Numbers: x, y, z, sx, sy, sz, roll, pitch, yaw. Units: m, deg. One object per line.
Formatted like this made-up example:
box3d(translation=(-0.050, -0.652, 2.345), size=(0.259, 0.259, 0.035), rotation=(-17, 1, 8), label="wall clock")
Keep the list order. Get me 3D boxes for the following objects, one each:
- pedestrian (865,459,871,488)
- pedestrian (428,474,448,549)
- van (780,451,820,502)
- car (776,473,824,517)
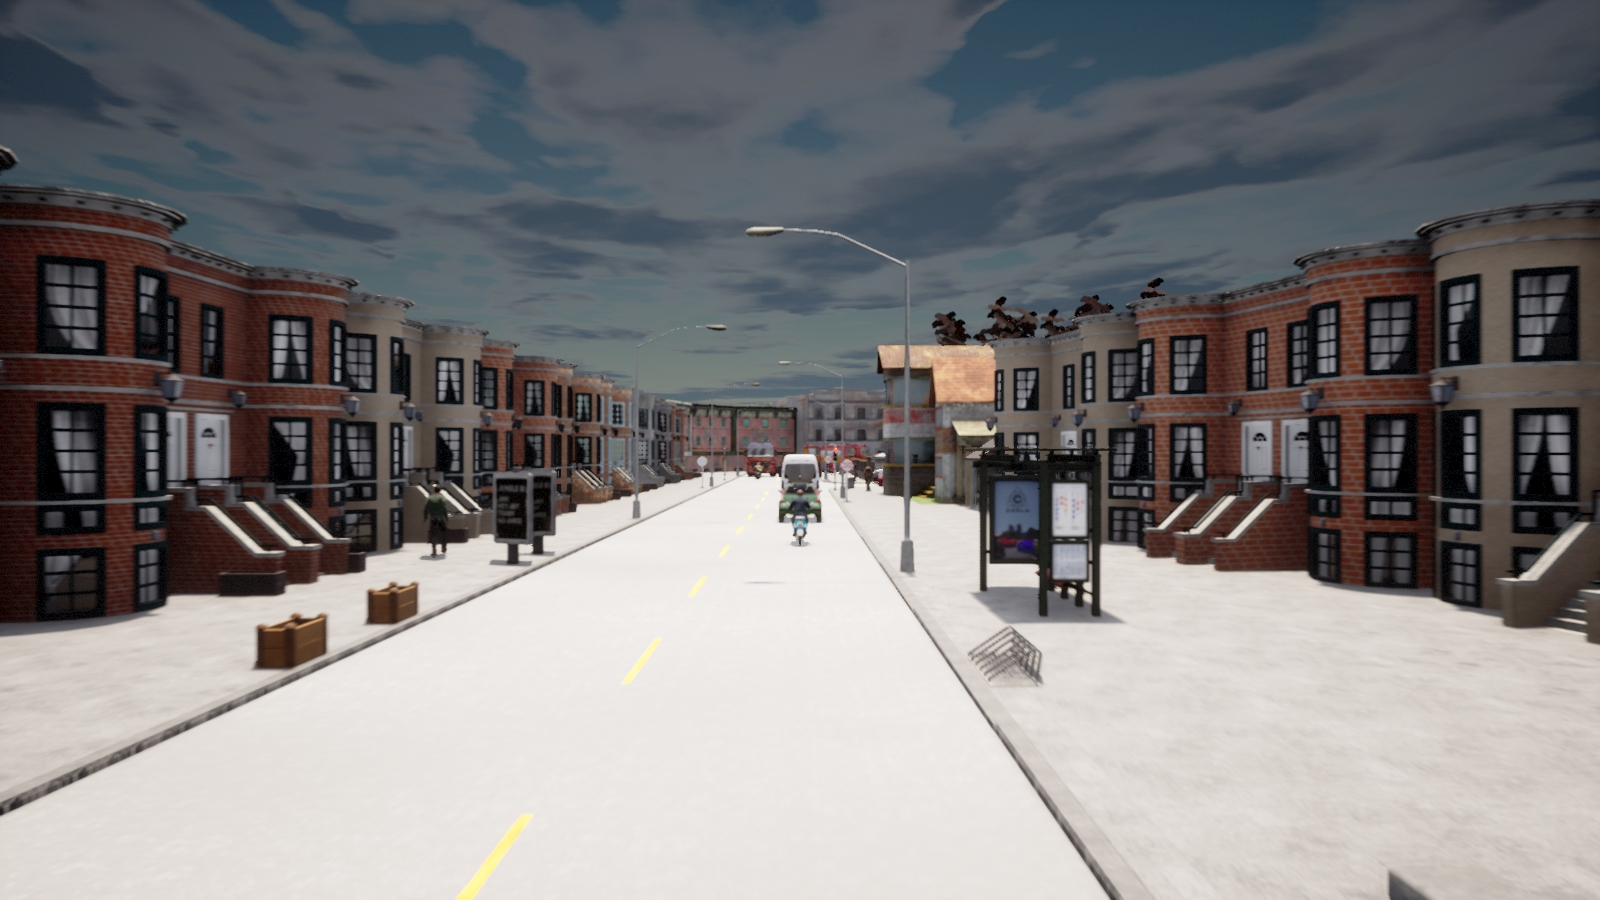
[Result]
box3d(translation=(4.416, 1.521, 74.380), size=(0.375, 1.860, 0.375), rotation=(0, 0, -3), label="pedestrian")
box3d(translation=(-9.041, 1.523, 28.556), size=(0.375, 1.860, 0.375), rotation=(0, 0, 2), label="pedestrian")
box3d(translation=(0.005, 1.312, 59.379), size=(1.988, 2.561, 5.915), rotation=(0, 0, 0), label="van")
box3d(translation=(0.005, 1.778, 46.181), size=(1.851, 1.617, 3.988), rotation=(0, 0, 0), label="car")
